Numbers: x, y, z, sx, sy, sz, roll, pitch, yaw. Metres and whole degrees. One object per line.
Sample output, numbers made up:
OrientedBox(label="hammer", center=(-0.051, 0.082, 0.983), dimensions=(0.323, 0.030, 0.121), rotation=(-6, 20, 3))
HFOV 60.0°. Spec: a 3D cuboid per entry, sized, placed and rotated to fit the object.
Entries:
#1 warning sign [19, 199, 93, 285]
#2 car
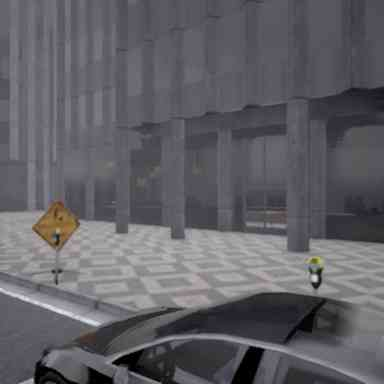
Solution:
OrientedBox(label="warning sign", center=(-3.311, 1.107, 8.157), dimensions=(1.060, 1.860, 1.300), rotation=(0, 0, 36))
OrientedBox(label="car", center=(0.505, 1.565, 2.721), dimensions=(4.313, 1.339, 1.947), rotation=(0, 0, 36))
